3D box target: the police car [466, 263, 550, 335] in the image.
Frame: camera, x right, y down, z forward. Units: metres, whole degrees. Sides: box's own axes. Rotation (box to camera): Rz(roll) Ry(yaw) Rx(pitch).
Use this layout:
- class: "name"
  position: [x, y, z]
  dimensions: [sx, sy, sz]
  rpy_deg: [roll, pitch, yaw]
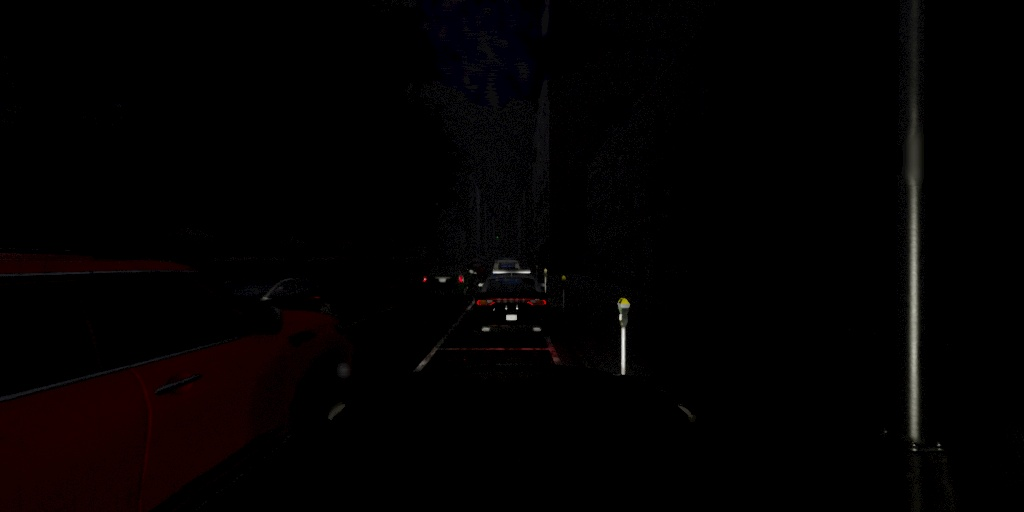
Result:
- class: "police car"
  position: [-0.011, 1.173, 10.610]
  dimensions: [1.930, 1.638, 5.238]
  rpy_deg: [0, 0, 0]

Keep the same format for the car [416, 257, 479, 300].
- class: "car"
  position: [-3.046, 1.096, 17.841]
  dimensions: [2.097, 1.767, 4.553]
  rpy_deg: [0, 0, 0]

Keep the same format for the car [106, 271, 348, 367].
- class: "car"
  position: [-6.245, 1.240, 8.900]
  dimensions: [2.128, 1.511, 4.902]
  rpy_deg: [0, 0, 0]

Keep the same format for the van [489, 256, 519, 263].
- class: "van"
  position: [-0.289, 1.083, 21.849]
  dimensions: [1.690, 1.789, 3.998]
  rpy_deg: [0, 0, 0]

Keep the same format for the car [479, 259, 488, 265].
- class: "car"
  position: [-3.144, 1.258, 32.497]
  dimensions: [1.812, 1.442, 4.674]
  rpy_deg: [0, 0, 0]

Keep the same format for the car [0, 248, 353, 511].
- class: "car"
  position: [-3.048, 0.972, 2.066]
  dimensions: [2.150, 2.045, 5.566]
  rpy_deg: [0, 0, 1]
